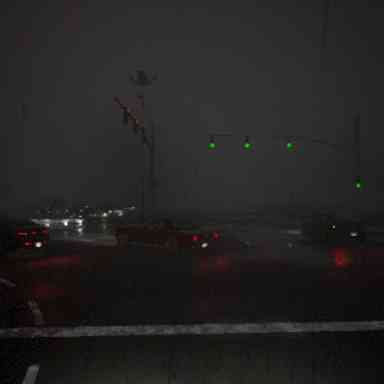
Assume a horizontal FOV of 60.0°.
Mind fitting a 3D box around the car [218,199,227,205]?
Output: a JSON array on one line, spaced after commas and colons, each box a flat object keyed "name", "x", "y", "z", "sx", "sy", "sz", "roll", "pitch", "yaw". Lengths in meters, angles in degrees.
[{"name": "car", "x": 7.241, "y": 2.339, "z": 78.379, "sx": 1.994, "sy": 1.385, "sz": 4.181, "roll": 0, "pitch": -1, "yaw": 2}]

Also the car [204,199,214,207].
[{"name": "car", "x": 3.530, "y": 2.162, "z": 68.213, "sx": 1.882, "sy": 1.535, "sz": 5.008, "roll": 0, "pitch": -1, "yaw": 1}]

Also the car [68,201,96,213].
[{"name": "car", "x": -15.054, "y": 2.006, "z": 45.693, "sx": 2.033, "sy": 1.411, "sz": 5.357, "roll": 0, "pitch": -1, "yaw": 0}]

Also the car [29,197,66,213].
[{"name": "car", "x": -15.094, "y": 1.578, "z": 35.447, "sx": 2.150, "sy": 2.045, "sz": 5.566, "roll": 0, "pitch": -1, "yaw": 0}]

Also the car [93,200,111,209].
[{"name": "car", "x": -15.007, "y": 2.122, "z": 55.639, "sx": 1.994, "sy": 1.385, "sz": 4.181, "roll": 0, "pitch": -1, "yaw": 0}]

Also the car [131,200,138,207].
[{"name": "car", "x": -11.504, "y": 2.193, "z": 62.752, "sx": 1.994, "sy": 1.385, "sz": 4.181, "roll": 0, "pitch": -1, "yaw": 0}]

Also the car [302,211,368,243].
[{"name": "car", "x": 7.098, "y": 1.696, "z": 16.888, "sx": 1.812, "sy": 1.442, "sz": 4.674, "roll": 0, "pitch": -1, "yaw": 0}]

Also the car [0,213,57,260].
[{"name": "car", "x": -7.764, "y": 1.633, "z": 12.660, "sx": 4.892, "sy": 1.490, "sz": 1.837, "roll": 0, "pitch": -3, "yaw": 19}]

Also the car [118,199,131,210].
[{"name": "car", "x": -11.506, "y": 2.132, "z": 52.900, "sx": 1.895, "sy": 1.301, "sz": 4.718, "roll": 0, "pitch": -1, "yaw": 0}]

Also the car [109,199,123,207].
[{"name": "car", "x": -14.991, "y": 2.185, "z": 65.844, "sx": 1.812, "sy": 1.442, "sz": 4.674, "roll": 0, "pitch": -1, "yaw": 0}]

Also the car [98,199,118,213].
[{"name": "car", "x": -11.575, "y": 1.946, "z": 43.927, "sx": 1.837, "sy": 1.490, "sz": 4.892, "roll": 0, "pitch": -1, "yaw": 0}]

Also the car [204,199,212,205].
[{"name": "car", "x": 3.748, "y": 2.313, "z": 78.691, "sx": 1.812, "sy": 1.442, "sz": 4.674, "roll": 0, "pitch": -1, "yaw": 2}]

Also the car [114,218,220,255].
[{"name": "car", "x": -1.230, "y": 1.743, "z": 14.110, "sx": 4.718, "sy": 1.301, "sz": 1.895, "roll": 0, "pitch": -1, "yaw": 40}]

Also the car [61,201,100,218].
[{"name": "car", "x": -11.598, "y": 1.952, "z": 34.917, "sx": 1.895, "sy": 1.301, "sz": 4.718, "roll": 0, "pitch": -1, "yaw": 0}]
